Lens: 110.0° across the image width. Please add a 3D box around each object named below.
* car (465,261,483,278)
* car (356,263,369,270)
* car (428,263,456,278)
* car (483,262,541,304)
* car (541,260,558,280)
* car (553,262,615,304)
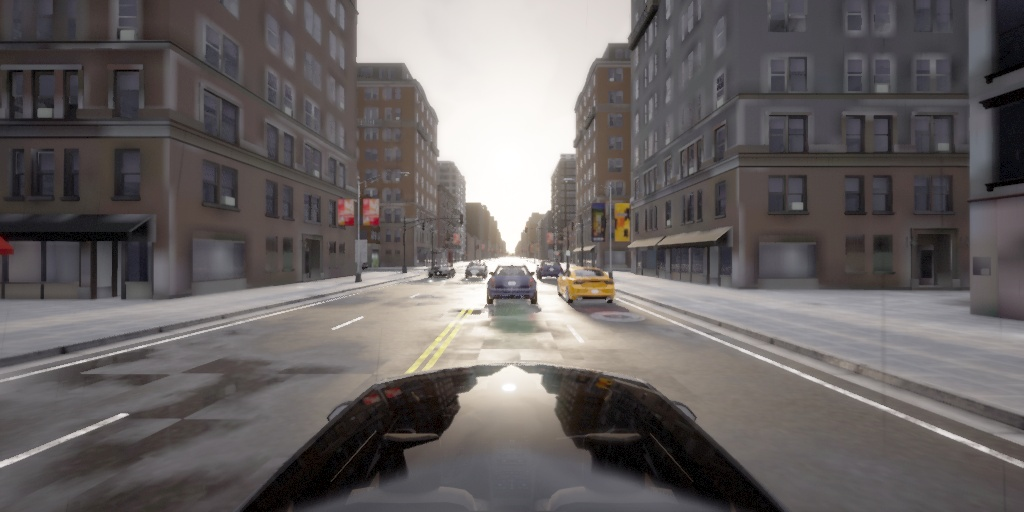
[{"bbox_3d":[-3.250,1.269,33.500,2.128,1.511,4.902,0,0,0],"label":"car"},{"bbox_3d":[-22.125,1.324,49.609,4.313,1.339,1.948,0,0,0],"label":"car"},{"bbox_3d":[-6.500,1.348,33.500,1.994,1.385,4.181,0,0,0],"label":"car"},{"bbox_3d":[0.000,1.116,16.470,2.097,1.767,4.553,0,0,0],"label":"car"},{"bbox_3d":[3.250,1.115,31.470,2.097,1.767,4.553,0,0,0],"label":"car"},{"bbox_3d":[3.250,1.235,16.500,1.882,1.535,5.008,0,0,0],"label":"car"}]
